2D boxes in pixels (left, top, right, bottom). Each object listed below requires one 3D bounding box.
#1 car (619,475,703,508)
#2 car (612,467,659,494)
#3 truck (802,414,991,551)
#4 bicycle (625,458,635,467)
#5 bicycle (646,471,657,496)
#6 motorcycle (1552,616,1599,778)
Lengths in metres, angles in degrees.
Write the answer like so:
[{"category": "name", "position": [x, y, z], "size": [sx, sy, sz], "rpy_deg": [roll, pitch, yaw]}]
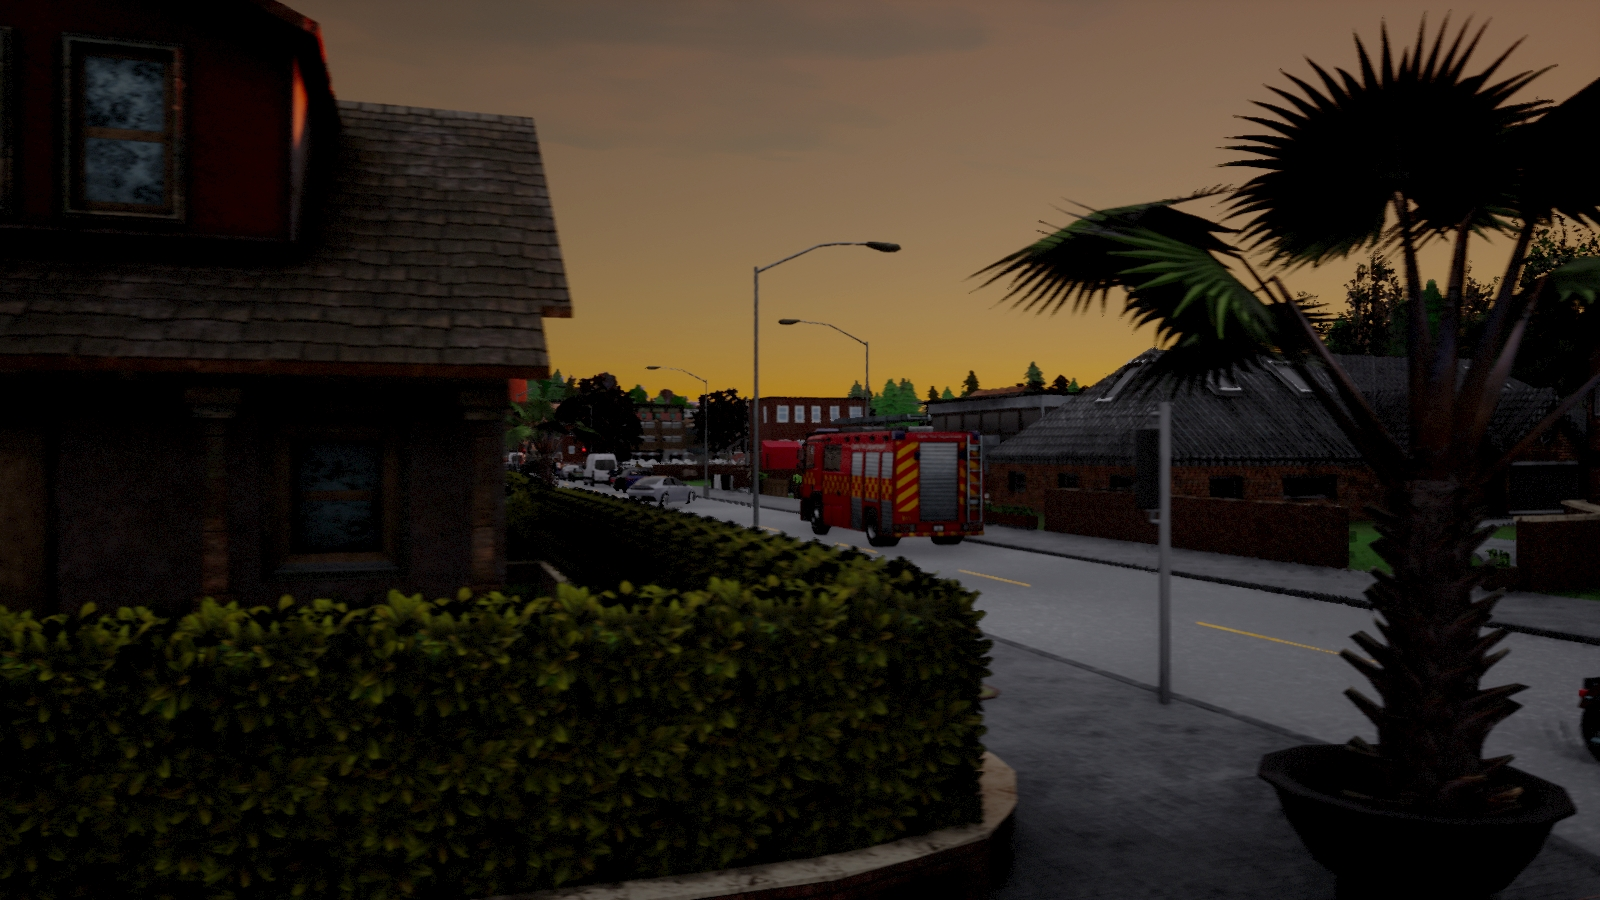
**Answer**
[{"category": "car", "position": [-7.076, 2.089, 58.809], "size": [2.231, 1.480, 4.892], "rpy_deg": [1, 0, 22]}, {"category": "car", "position": [-11.005, 2.003, 76.207], "size": [2.242, 1.667, 4.611], "rpy_deg": [0, 0, -19]}, {"category": "truck", "position": [2.776, 0.907, 36.346], "size": [2.891, 3.827, 8.468], "rpy_deg": [0, 0, -18]}, {"category": "bicycle", "position": [-29.185, 2.148, 196.039], "size": [1.643, 1.496, 0.373], "rpy_deg": [0, 0, -19]}, {"category": "bicycle", "position": [-9.291, 2.094, 71.261], "size": [0.329, 1.471, 1.835], "rpy_deg": [0, 0, -19]}, {"category": "motorcycle", "position": [7.417, 2.158, 9.182], "size": [0.764, 1.307, 2.356], "rpy_deg": [0, 0, -16]}]
